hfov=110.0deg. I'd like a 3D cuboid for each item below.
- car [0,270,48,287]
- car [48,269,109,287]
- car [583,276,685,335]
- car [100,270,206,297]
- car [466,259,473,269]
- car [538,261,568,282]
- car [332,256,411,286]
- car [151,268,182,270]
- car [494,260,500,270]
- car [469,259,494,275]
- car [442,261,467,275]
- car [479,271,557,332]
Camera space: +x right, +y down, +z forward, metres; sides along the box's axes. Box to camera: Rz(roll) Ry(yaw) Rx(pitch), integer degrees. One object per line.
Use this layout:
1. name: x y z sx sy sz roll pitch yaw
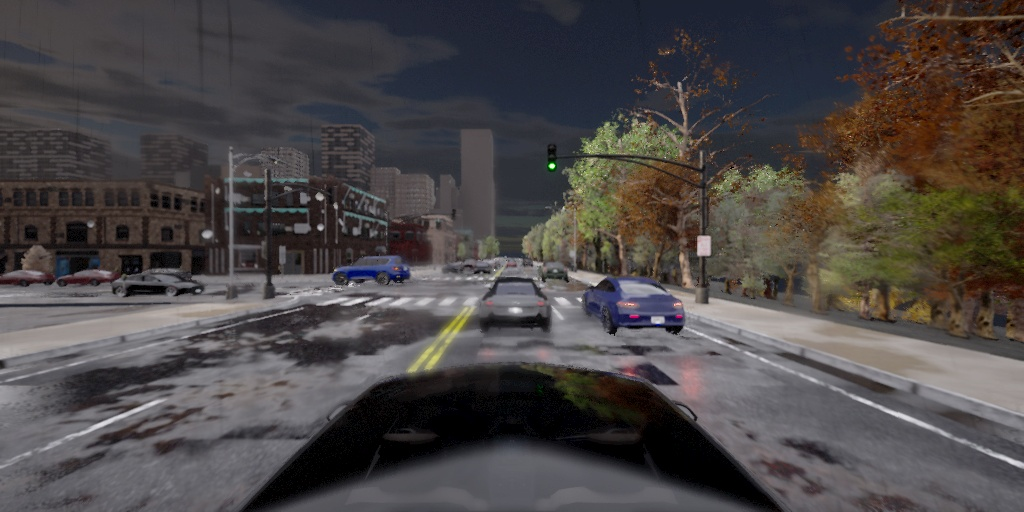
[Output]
1. car: -39.379 1.801 28.852 4.207 1.307 1.802 0 0 0
2. car: -33.845 1.738 28.851 4.207 1.307 1.802 0 0 0
3. car: 3.344 1.302 10.528 1.812 1.442 4.674 0 0 0
4. car: -19.967 1.622 20.348 4.313 1.339 1.948 0 0 0
5. car: -6.621 1.256 56.813 2.097 1.767 4.553 0 0 0
6. car: 3.320 1.183 29.684 2.097 1.767 4.553 0 0 0
7. car: -10.110 1.074 25.895 5.566 2.045 2.150 -1 -1 13
8. car: -28.309 1.644 28.851 4.403 1.370 2.007 0 0 0
9. car: -3.367 1.431 57.282 1.812 1.442 4.674 0 0 0
10. car: -3.405 1.409 41.173 2.033 1.411 5.357 0 0 -3
11. car: -6.636 1.462 40.601 1.895 1.301 4.718 0 0 0
12. car: 0.092 1.342 11.027 1.994 1.385 4.181 0 0 0
